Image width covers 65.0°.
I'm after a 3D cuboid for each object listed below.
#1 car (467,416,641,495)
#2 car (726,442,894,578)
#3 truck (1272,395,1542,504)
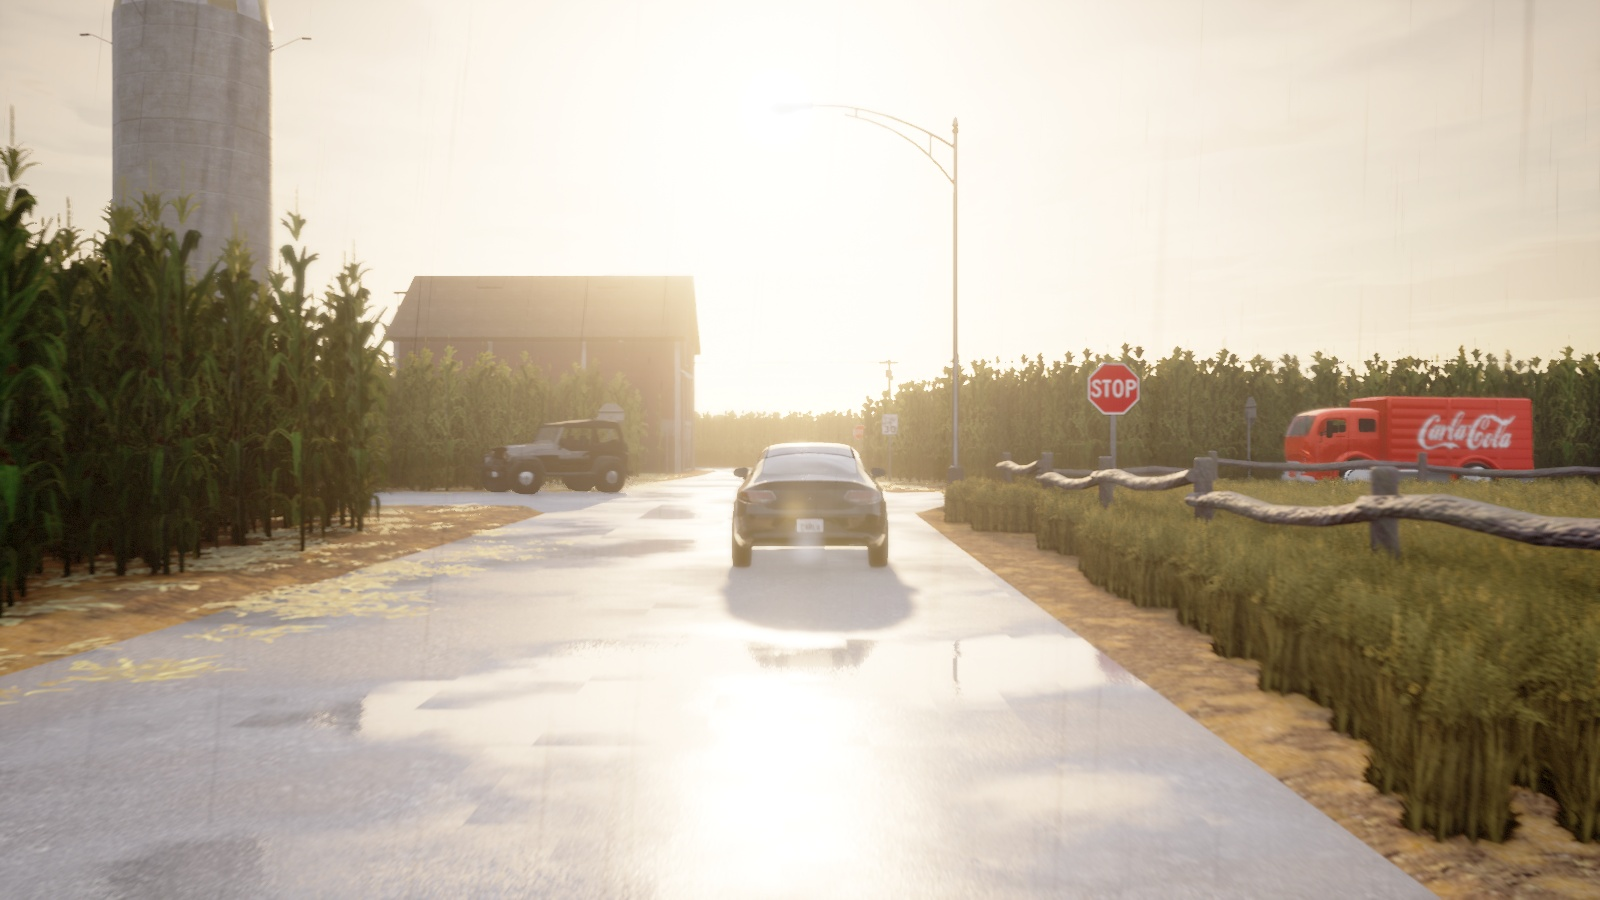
[{"bbox_3d":[-6.187,0.139,31.705,3.866,1.878,1.905,0,0,-37],"label":"car"},{"bbox_3d":[0.123,0.635,15.890,1.812,1.442,4.674,0,1,0],"label":"car"},{"bbox_3d":[14.476,-0.012,30.246,5.204,2.467,2.627,1,0,0],"label":"truck"}]
